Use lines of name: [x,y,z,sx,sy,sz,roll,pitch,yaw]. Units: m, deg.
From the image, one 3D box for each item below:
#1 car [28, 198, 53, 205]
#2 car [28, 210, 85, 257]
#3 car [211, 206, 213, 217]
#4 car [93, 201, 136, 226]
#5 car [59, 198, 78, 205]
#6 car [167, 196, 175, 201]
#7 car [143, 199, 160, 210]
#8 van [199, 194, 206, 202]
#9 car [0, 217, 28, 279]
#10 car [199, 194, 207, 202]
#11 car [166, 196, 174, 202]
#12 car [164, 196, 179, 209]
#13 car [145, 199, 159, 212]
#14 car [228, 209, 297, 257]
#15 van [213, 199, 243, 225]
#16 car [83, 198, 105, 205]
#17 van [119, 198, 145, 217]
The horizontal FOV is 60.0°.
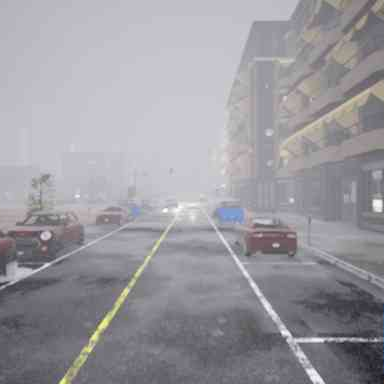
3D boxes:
car: [-30.670,1.935,67.250,4.206,1.307,1.802,0,-1,1]
car: [-5.644,1.479,12.909,1.967,1.590,4.097,1,0,0]
car: [2.705,1.648,29.878,1.947,1.339,4.313,1,0,0]
car: [-5.643,1.613,24.200,1.887,1.381,4.507,1,0,0]
car: [-25.190,1.894,67.175,4.313,1.339,1.947,0,-1,1]
car: [-5.667,1.725,90.428,1.887,1.381,4.507,1,0,0]
car: [-5.640,1.663,46.783,1.887,1.381,4.507,1,0,0]
van: [2.715,1.515,84.882,1.690,1.788,3.998,1,0,0]
car: [-5.650,1.463,7.263,1.967,1.590,4.097,1,0,0]
car: [2.712,1.719,79.302,2.008,1.369,4.403,1,0,0]
car: [-5.669,1.756,84.847,1.802,1.307,4.206,1,0,0]
car: [-3.004,1.723,48.904,1.895,1.301,4.718,0,0,0]
car: [-5.640,1.546,41.138,1.967,1.590,4.097,1,0,0]
car: [2.703,1.584,12.941,1.887,1.381,4.507,1,0,0]
van: [2.707,1.410,24.232,1.690,1.788,3.998,1,0,0]
car: [-19.709,1.853,67.099,4.403,1.369,2.008,0,-1,1]
van: [-5.640,1.423,29.846,1.690,1.788,3.998,1,0,0]
